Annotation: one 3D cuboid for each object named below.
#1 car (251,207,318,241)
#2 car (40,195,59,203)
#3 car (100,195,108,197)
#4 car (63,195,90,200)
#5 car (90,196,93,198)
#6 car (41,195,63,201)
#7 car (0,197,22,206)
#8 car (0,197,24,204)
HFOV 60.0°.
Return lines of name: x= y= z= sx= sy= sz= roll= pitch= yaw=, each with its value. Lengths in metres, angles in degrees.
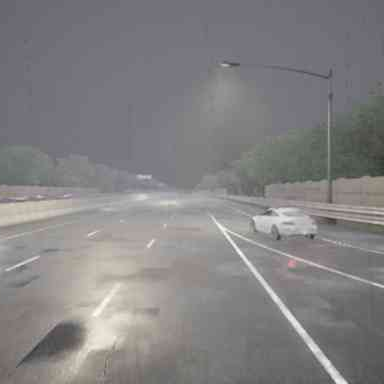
car: x=4.406 y=1.479 z=16.398 sx=1.812 sy=1.442 sz=4.674 roll=0 pitch=0 yaw=-9
car: x=-28.083 y=1.336 z=65.722 sx=1.994 sy=1.385 sz=4.181 roll=0 pitch=0 yaw=0
car: x=-17.584 y=1.352 z=66.222 sx=1.994 sy=1.385 sz=4.181 roll=0 pitch=0 yaw=0
car: x=-17.590 y=1.407 z=50.899 sx=1.994 sy=1.385 sz=4.181 roll=0 pitch=0 yaw=0
car: x=-21.084 y=1.337 z=66.002 sx=2.033 sy=1.411 sz=5.357 roll=0 pitch=0 yaw=0
car: x=-21.081 y=1.406 z=50.918 sx=1.994 sy=1.385 sz=4.181 roll=0 pitch=0 yaw=0
car: x=-28.073 y=1.443 z=50.611 sx=1.895 sy=1.301 sz=4.718 roll=0 pitch=0 yaw=0
car: x=-17.599 y=1.446 z=32.334 sx=2.033 sy=1.411 sz=5.357 roll=0 pitch=0 yaw=0
